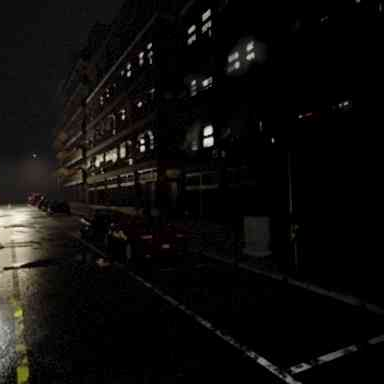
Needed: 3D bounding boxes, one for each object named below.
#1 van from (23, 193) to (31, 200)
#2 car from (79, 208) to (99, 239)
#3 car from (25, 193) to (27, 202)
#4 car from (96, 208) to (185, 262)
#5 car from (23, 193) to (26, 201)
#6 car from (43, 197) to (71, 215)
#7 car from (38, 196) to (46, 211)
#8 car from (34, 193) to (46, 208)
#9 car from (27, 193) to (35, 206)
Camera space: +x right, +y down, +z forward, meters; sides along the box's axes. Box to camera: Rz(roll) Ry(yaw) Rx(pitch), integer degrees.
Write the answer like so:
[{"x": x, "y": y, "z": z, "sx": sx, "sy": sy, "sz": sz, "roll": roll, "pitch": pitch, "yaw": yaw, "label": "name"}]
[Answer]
[{"x": -41.983, "y": 1.160, "z": 84.466, "sx": 1.690, "sy": 1.788, "sz": 3.998, "roll": 1, "pitch": -1, "yaw": -29, "label": "van"}, {"x": -4.519, "y": 1.464, "z": 16.696, "sx": 2.008, "sy": 1.369, "sz": 4.403, "roll": 1, "pitch": 0, "yaw": -29, "label": "car"}, {"x": -28.613, "y": 1.253, "z": 60.255, "sx": 1.967, "sy": 1.590, "sz": 4.097, "roll": 1, "pitch": 0, "yaw": -29, "label": "car"}, {"x": -1.844, "y": 1.478, "z": 11.854, "sx": 1.887, "sy": 1.381, "sz": 4.507, "roll": 1, "pitch": 0, "yaw": -29, "label": "car"}, {"x": -33.963, "y": 1.391, "z": 69.938, "sx": 1.802, "sy": 1.307, "sz": 4.206, "roll": 1, "pitch": 0, "yaw": -29, "label": "car"}, {"x": -12.540, "y": 1.410, "z": 31.220, "sx": 1.887, "sy": 1.381, "sz": 4.507, "roll": 1, "pitch": 0, "yaw": -29, "label": "car"}, {"x": -15.213, "y": 1.398, "z": 36.061, "sx": 1.887, "sy": 1.381, "sz": 4.507, "roll": 1, "pitch": 0, "yaw": -29, "label": "car"}, {"x": -17.879, "y": 1.282, "z": 40.908, "sx": 1.967, "sy": 1.590, "sz": 4.097, "roll": 1, "pitch": 0, "yaw": -29, "label": "car"}, {"x": -23.262, "y": 1.139, "z": 50.571, "sx": 2.192, "sy": 1.841, "sz": 5.009, "roll": 1, "pitch": 0, "yaw": -29, "label": "car"}]
